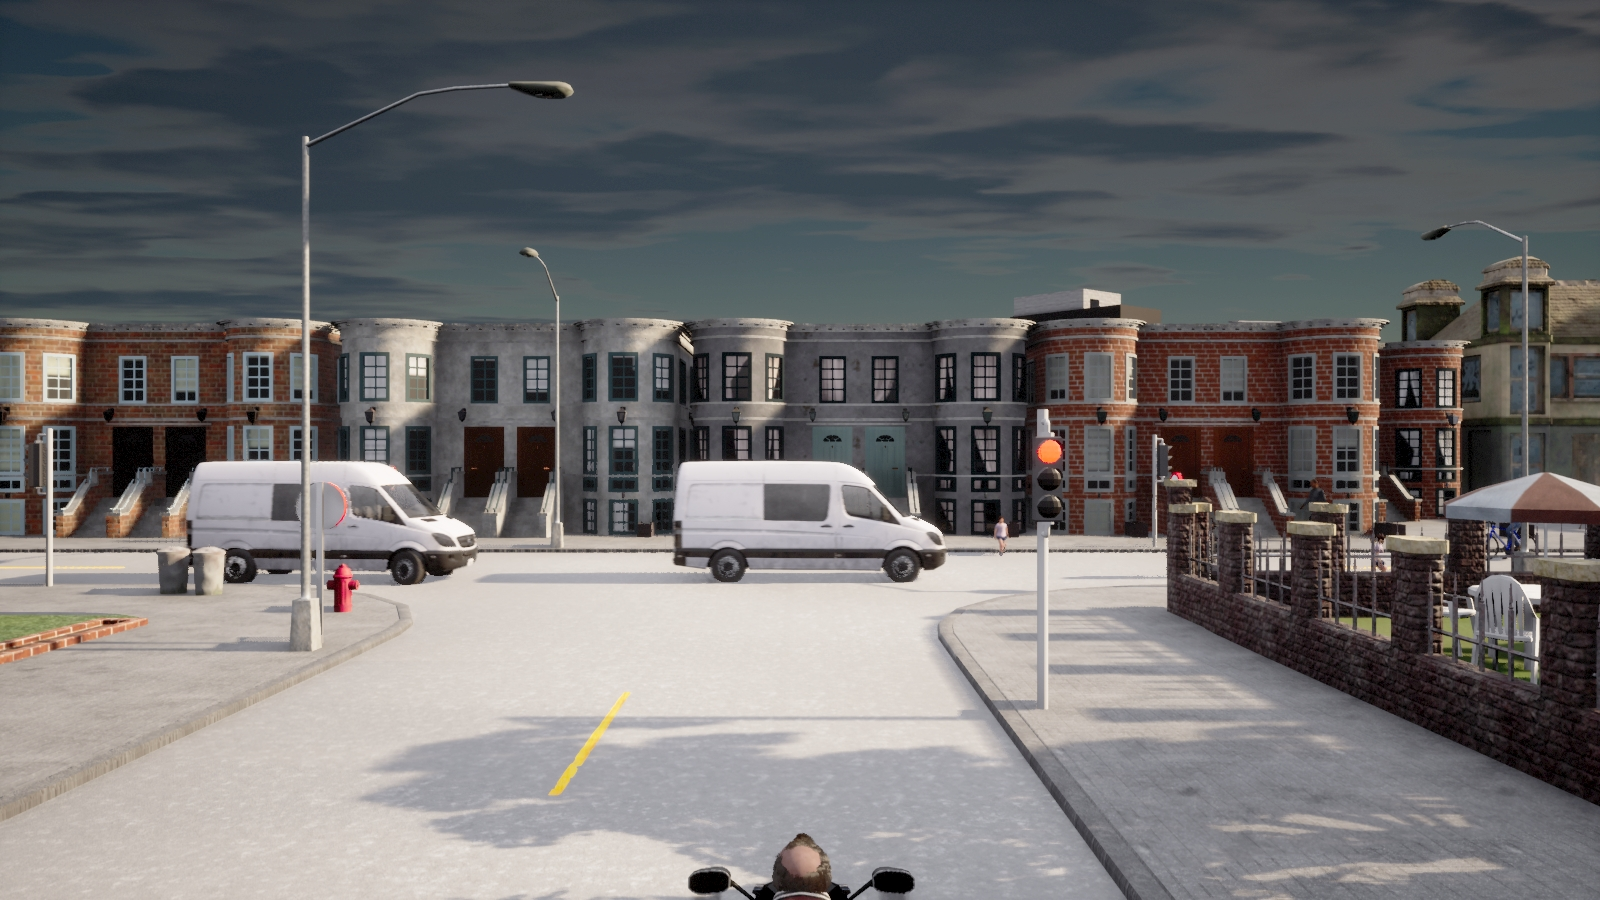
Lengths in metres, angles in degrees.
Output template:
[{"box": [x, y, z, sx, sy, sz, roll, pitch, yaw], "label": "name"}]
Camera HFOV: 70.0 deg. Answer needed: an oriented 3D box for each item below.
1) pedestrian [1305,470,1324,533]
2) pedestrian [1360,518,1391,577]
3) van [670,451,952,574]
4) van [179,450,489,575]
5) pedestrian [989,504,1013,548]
[{"box": [15.225, 1.512, 33.793, 0.375, 1.860, 0.375, 0, 0, -4], "label": "pedestrian"}, {"box": [11.221, 1.887, 22.274, 0.500, 1.100, 0.500, 0, 0, 23], "label": "pedestrian"}, {"box": [0.230, 1.305, 24.918, 5.915, 2.561, 1.988, 0, 0, 0], "label": "van"}, {"box": [-9.953, 1.305, 24.658, 5.915, 2.561, 1.988, 0, -1, 4], "label": "van"}, {"box": [5.283, 1.996, 30.055, 0.500, 1.100, 0.500, 0, 0, -8], "label": "pedestrian"}]
